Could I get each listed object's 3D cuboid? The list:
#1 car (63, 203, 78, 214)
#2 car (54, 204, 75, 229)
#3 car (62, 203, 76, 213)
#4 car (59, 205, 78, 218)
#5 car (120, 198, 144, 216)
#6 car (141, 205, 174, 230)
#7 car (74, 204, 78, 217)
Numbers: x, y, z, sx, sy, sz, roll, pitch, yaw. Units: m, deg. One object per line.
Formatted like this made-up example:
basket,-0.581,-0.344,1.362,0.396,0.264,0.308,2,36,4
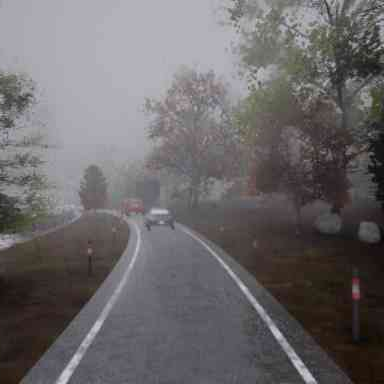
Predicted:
car,-19.011,2.575,52.225,2.097,1.535,5.008,-2,-1,-19
car,-12.537,2.192,30.717,2.231,1.521,4.892,0,-1,-12
car,-21.450,2.741,57.862,2.002,1.452,4.674,1,-1,-24
car,-15.630,2.455,42.248,2.002,1.452,4.674,0,-1,-16
car,-7.224,1.759,40.189,2.150,2.045,5.566,-1,-1,-21
car,-2.381,1.815,23.501,1.812,1.442,4.674,0,-1,-11
car,-13.923,2.309,36.255,2.097,1.535,5.008,0,-2,-14
